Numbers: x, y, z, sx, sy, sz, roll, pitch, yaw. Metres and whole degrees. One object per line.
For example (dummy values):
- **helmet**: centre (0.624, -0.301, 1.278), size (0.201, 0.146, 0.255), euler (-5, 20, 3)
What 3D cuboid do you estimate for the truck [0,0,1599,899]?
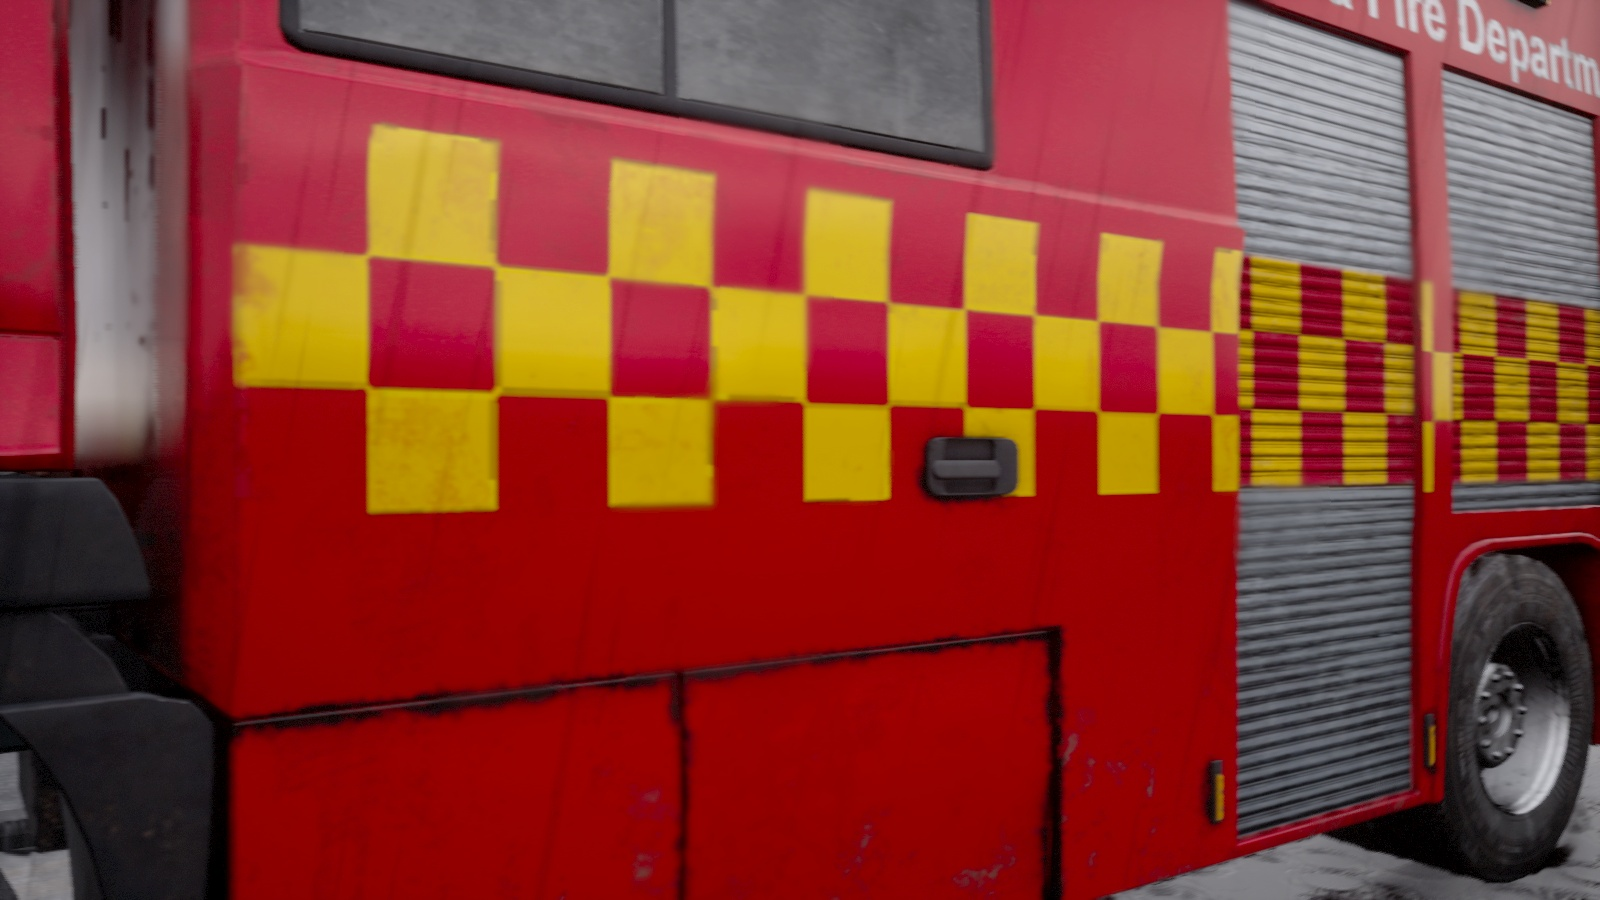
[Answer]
- **truck**: centre (-0.574, -0.409, 3.874), size (8.468, 3.827, 2.891), euler (0, 0, -35)
